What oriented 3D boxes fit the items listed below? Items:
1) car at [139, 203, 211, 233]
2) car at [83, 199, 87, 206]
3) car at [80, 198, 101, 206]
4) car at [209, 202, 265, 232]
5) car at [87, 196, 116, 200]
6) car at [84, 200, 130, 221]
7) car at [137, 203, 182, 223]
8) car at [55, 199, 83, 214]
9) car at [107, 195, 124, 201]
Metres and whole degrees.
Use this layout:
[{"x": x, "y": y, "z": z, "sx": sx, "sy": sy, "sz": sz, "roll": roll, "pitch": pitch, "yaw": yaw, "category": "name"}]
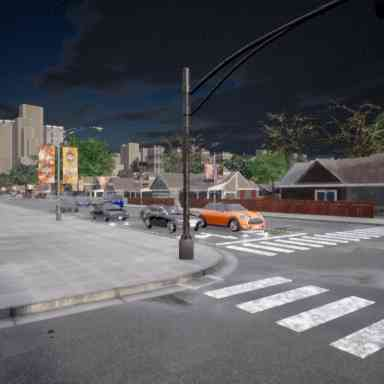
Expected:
[{"x": -1.347, "y": 1.592, "z": 20.564, "sx": 2.128, "sy": 1.511, "sz": 4.902, "roll": 0, "pitch": 0, "yaw": -35, "category": "car"}, {"x": -19.477, "y": 1.885, "z": 57.565, "sx": 2.033, "sy": 1.411, "sz": 5.357, "roll": 0, "pitch": 0, "yaw": -34, "category": "car"}, {"x": -19.163, "y": 1.905, "z": 62.579, "sx": 2.033, "sy": 1.411, "sz": 5.357, "roll": 0, "pitch": 0, "yaw": -35, "category": "car"}, {"x": 2.397, "y": 1.439, "z": 20.935, "sx": 2.097, "sy": 1.767, "sz": 4.553, "roll": 0, "pitch": 0, "yaw": -36, "category": "car"}, {"x": -13.426, "y": 1.784, "z": 49.082, "sx": 1.837, "sy": 1.490, "sz": 4.892, "roll": 0, "pitch": 0, "yaw": -35, "category": "car"}, {"x": -7.323, "y": 1.711, "z": 28.947, "sx": 2.033, "sy": 1.411, "sz": 5.357, "roll": 0, "pitch": 0, "yaw": -35, "category": "car"}, {"x": -2.829, "y": 1.707, "z": 28.263, "sx": 1.994, "sy": 1.385, "sz": 4.181, "roll": 0, "pitch": 0, "yaw": -34, "category": "car"}, {"x": -14.913, "y": 1.746, "z": 39.651, "sx": 1.837, "sy": 1.490, "sz": 4.892, "roll": 0, "pitch": 0, "yaw": -35, "category": "car"}, {"x": -13.011, "y": 1.521, "z": 54.100, "sx": 2.150, "sy": 2.045, "sz": 5.566, "roll": 0, "pitch": 0, "yaw": -36, "category": "car"}]
